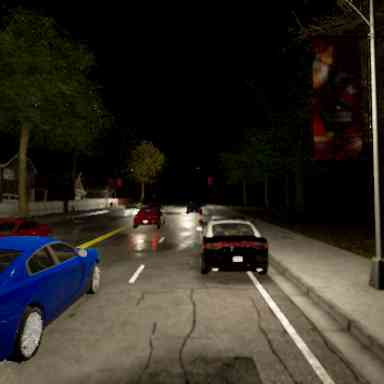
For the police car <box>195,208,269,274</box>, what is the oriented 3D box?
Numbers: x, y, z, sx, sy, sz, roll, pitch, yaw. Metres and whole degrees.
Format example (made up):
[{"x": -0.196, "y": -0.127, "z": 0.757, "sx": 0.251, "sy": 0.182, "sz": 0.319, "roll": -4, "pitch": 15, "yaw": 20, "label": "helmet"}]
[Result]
[{"x": 1.188, "y": 1.548, "z": 11.101, "sx": 1.930, "sy": 1.638, "sz": 5.238, "roll": 0, "pitch": -1, "yaw": 0, "label": "police car"}]

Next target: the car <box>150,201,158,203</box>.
[{"x": -6.303, "y": 2.237, "z": 55.073, "sx": 1.994, "sy": 1.385, "sz": 4.181, "roll": 0, "pitch": -1, "yaw": 1, "label": "car"}]

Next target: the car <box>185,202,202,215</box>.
[{"x": 0.273, "y": 1.994, "z": 39.773, "sx": 1.812, "sy": 1.442, "sz": 4.674, "roll": 0, "pitch": -1, "yaw": 1, "label": "car"}]

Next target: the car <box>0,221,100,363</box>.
[{"x": -3.123, "y": 1.542, "z": 6.001, "sx": 1.882, "sy": 1.535, "sz": 5.008, "roll": 0, "pitch": -1, "yaw": 0, "label": "car"}]

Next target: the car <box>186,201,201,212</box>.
[{"x": 0.244, "y": 2.152, "z": 50.080, "sx": 2.033, "sy": 1.411, "sz": 5.357, "roll": 0, "pitch": -1, "yaw": 0, "label": "car"}]

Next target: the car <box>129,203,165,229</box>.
[{"x": -3.033, "y": 1.801, "z": 24.067, "sx": 1.812, "sy": 1.442, "sz": 4.674, "roll": 0, "pitch": -1, "yaw": 0, "label": "car"}]

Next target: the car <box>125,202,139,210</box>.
[{"x": -9.561, "y": 2.258, "z": 54.063, "sx": 1.895, "sy": 1.301, "sz": 4.718, "roll": 0, "pitch": -1, "yaw": 1, "label": "car"}]

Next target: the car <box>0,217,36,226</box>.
[{"x": -6.545, "y": 1.653, "z": 11.682, "sx": 1.812, "sy": 1.442, "sz": 4.674, "roll": 0, "pitch": -1, "yaw": 0, "label": "car"}]
